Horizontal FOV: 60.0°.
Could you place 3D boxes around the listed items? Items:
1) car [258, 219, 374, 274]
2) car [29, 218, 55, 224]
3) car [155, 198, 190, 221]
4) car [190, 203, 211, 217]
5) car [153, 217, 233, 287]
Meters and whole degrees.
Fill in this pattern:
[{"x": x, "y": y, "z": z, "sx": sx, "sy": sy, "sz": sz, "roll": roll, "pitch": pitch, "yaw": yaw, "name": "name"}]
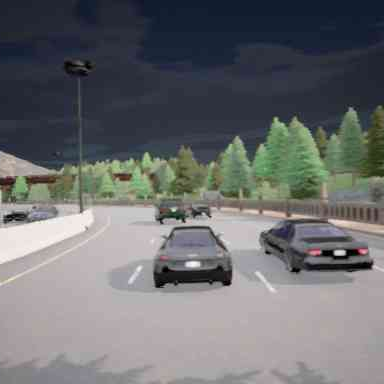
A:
[{"x": 3.554, "y": 1.559, "z": 10.623, "sx": 2.033, "sy": 1.411, "sz": 5.357, "roll": -2, "pitch": -1, "yaw": -1, "name": "car"}, {"x": -13.082, "y": 2.029, "z": 29.686, "sx": 2.097, "sy": 1.767, "sz": 4.553, "roll": -1, "pitch": -1, "yaw": -14, "name": "car"}, {"x": -1.936, "y": 1.576, "z": 28.804, "sx": 2.150, "sy": 2.045, "sz": 5.566, "roll": -1, "pitch": -1, "yaw": -11, "name": "car"}, {"x": 0.573, "y": 1.839, "z": 33.571, "sx": 1.837, "sy": 1.490, "sz": 4.892, "roll": -1, "pitch": -1, "yaw": -13, "name": "car"}, {"x": 0.002, "y": 1.666, "z": 9.707, "sx": 1.994, "sy": 1.385, "sz": 4.181, "roll": -2, "pitch": -1, "yaw": 0, "name": "car"}]
